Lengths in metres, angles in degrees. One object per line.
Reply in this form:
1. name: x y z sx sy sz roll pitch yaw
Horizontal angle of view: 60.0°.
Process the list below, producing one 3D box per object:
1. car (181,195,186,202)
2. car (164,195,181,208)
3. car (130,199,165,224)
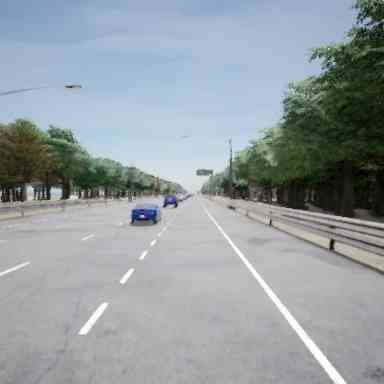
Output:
1. car: -3.118 1.947 84.786 1.895 1.301 4.718 0 0 1
2. car: -3.349 1.423 53.635 2.150 2.045 5.566 0 0 0
3. car: -3.467 1.554 25.691 1.882 1.535 5.008 0 0 0
